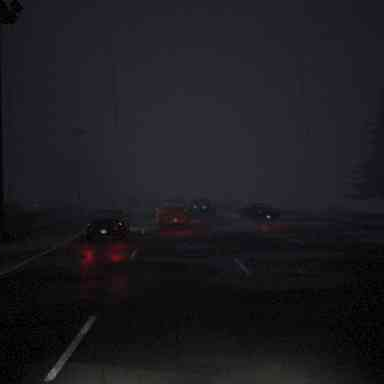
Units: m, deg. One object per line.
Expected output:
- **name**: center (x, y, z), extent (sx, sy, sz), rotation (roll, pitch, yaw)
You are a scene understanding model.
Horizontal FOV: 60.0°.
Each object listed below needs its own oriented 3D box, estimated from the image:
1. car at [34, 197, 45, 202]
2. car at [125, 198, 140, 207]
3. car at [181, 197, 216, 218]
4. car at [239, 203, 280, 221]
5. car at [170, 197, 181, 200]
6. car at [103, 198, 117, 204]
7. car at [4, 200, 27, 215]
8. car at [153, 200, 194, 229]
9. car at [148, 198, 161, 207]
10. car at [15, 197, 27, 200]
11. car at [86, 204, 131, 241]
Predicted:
- **car**: center (-33.060, 1.756, 71.822), extent (1.837, 1.490, 4.892), rotation (-1, 0, -31)
- **car**: center (-10.247, 1.712, 56.682), extent (2.128, 1.511, 4.902), rotation (-1, 0, -22)
- **car**: center (0.664, 1.379, 30.969), extent (2.097, 1.767, 4.553), rotation (-1, 0, -11)
- **car**: center (5.286, 1.555, 26.884), extent (1.895, 1.301, 4.718), rotation (-1, 0, -10)
- **car**: center (-2.586, 1.598, 56.155), extent (2.128, 1.511, 4.902), rotation (-1, 0, -20)
- **car**: center (-13.948, 1.766, 56.567), extent (2.128, 1.511, 4.902), rotation (-1, 0, -22)
- **car**: center (-17.838, 1.810, 32.976), extent (1.837, 1.490, 4.892), rotation (-1, -1, -13)
- **car**: center (-1.361, 1.525, 22.271), extent (1.882, 1.535, 5.008), rotation (0, 0, -9)
- **car**: center (-6.064, 1.682, 55.442), extent (1.812, 1.442, 4.674), rotation (0, 0, -21)
- **car**: center (-36.111, 1.656, 70.103), extent (2.097, 1.767, 4.553), rotation (-1, 0, -31)
- **car**: center (-4.304, 1.610, 17.440), extent (1.812, 1.442, 4.674), rotation (-1, 0, -7)
